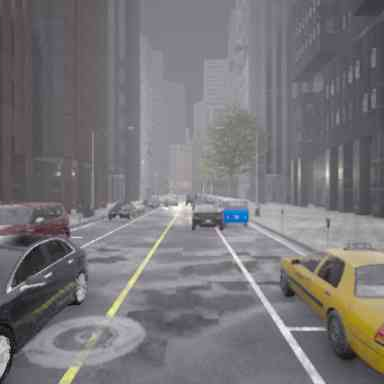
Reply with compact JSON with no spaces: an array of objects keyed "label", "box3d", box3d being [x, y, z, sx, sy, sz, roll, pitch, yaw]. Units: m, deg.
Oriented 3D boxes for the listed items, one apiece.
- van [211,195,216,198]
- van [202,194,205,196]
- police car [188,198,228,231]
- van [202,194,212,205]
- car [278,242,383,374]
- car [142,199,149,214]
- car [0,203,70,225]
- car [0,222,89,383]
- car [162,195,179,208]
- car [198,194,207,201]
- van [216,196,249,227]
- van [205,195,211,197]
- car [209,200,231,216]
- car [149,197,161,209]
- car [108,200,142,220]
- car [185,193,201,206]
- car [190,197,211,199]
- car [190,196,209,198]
[{"label":"van","box3d":[2.765,1.346,28.069,1.690,1.788,3.998,0,0,0]},{"label":"van","box3d":[2.768,1.358,50.542,1.690,1.788,3.998,0,0,0]},{"label":"police car","box3d":[0.903,1.428,20.997,1.930,1.638,5.238,0,0,0]},{"label":"van","box3d":[2.769,1.366,61.779,1.690,1.788,3.998,0,0,0]},{"label":"car","box3d":[2.763,1.525,5.766,1.752,1.417,4.829,0,0,0]},{"label":"car","box3d":[-5.759,1.533,33.510,1.752,1.417,4.829,0,0,0]},{"label":"car","box3d":[-5.761,1.315,11.204,2.192,1.841,5.009,0,0,0]},{"label":"car","box3d":[-3.099,1.505,5.222,1.837,1.490,4.892,0,0,0]},{"label":"car","box3d":[-3.060,1.542,49.785,1.812,1.442,4.674,0,0,0]},{"label":"car","box3d":[2.772,1.367,89.871,2.192,1.841,5.009,0,0,0]},{"label":"van","box3d":[2.764,1.344,22.450,1.690,1.788,3.998,0,0,0]},{"label":"van","box3d":[2.766,1.351,39.306,1.690,1.788,3.998,0,0,0]},{"label":"car","box3d":[2.766,1.552,33.687,1.887,1.381,4.507,0,0,0]},{"label":"car","box3d":[-5.758,1.579,44.918,1.947,1.339,4.313,0,0,0]},{"label":"car","box3d":[-5.760,1.571,28.061,1.947,1.339,4.313,0,0,0]},{"label":"car","box3d":[0.007,1.242,56.216,2.150,2.045,5.566,0,0,0]},{"label":"car","box3d":[0.904,1.511,30.887,1.837,1.490,4.892,0,0,0]},{"label":"car","box3d":[0.905,1.535,36.886,1.812,1.442,4.674,0,0,0]}]
